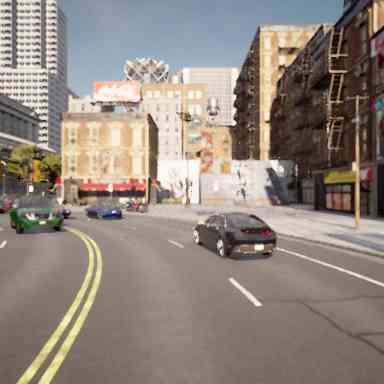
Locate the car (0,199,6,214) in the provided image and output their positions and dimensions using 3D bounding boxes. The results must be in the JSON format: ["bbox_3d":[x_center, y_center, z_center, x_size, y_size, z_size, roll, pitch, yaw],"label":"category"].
[{"bbox_3d":[-21.849,1.617,35.535,5.357,1.411,2.033,0,0,29],"label":"car"}]

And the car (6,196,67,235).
[{"bbox_3d":[-9.331,1.259,19.690,2.150,2.045,5.566,0,0,-34],"label":"car"}]

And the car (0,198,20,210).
[{"bbox_3d":[-25.660,1.606,44.599,4.674,1.452,2.002,0,0,20],"label":"car"}]

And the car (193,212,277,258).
[{"bbox_3d":[1.471,1.526,12.974,1.837,1.490,4.892,1,0,-16],"label":"car"}]

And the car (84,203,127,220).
[{"bbox_3d":[-7.804,1.616,29.006,1.994,1.385,4.181,0,0,-42],"label":"car"}]

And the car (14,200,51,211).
[{"bbox_3d":[-20.361,1.675,42.417,4.718,1.301,1.895,0,0,30],"label":"car"}]

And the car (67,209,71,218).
[{"bbox_3d":[-12.287,1.654,28.590,4.718,1.301,1.895,0,0,45],"label":"car"}]
